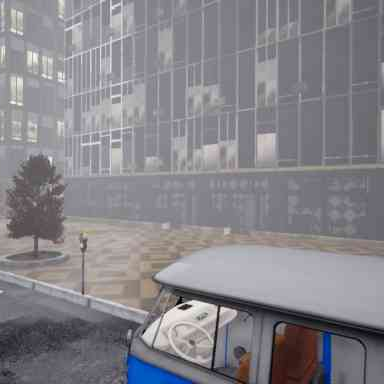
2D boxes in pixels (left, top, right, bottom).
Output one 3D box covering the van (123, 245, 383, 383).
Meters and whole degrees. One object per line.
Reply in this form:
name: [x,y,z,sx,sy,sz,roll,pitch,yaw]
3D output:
van: [1.342,1.341,1.911,3.998,1.788,1.690,0,0,35]
